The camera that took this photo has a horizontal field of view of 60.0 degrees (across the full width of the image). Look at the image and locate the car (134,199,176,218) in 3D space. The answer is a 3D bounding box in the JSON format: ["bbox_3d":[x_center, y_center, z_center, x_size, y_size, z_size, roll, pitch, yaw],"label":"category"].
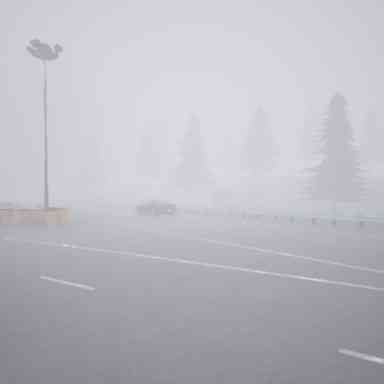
[{"bbox_3d":[-3.267,1.328,28.783,1.882,1.535,5.008,-1,0,-35],"label":"car"}]
